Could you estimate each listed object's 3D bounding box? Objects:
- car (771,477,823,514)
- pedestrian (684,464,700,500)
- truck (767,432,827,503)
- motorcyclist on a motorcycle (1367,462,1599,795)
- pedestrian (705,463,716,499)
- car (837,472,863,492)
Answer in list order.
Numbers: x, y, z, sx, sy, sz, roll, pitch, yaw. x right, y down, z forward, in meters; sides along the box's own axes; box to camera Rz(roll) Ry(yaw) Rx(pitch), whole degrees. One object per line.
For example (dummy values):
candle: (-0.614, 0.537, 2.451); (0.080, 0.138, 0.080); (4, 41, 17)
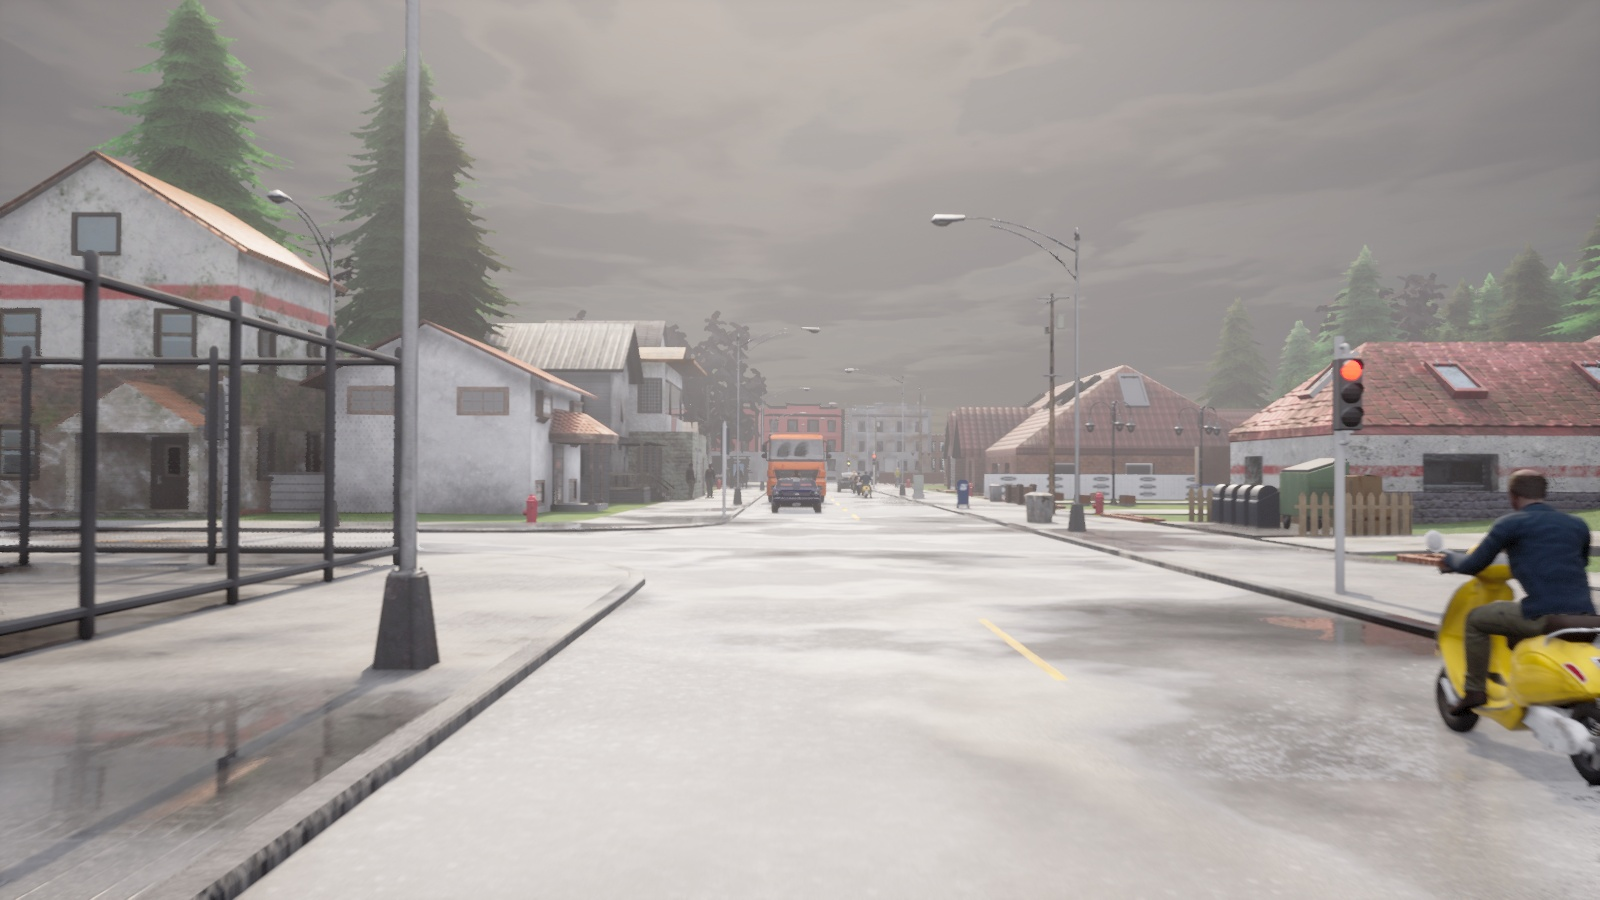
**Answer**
car: (-0.134, 1.730, 48.646); (1.895, 1.301, 4.718); (0, -1, -1)
pedestrian: (-5.476, 1.611, 63.610); (0.703, 1.840, 0.431); (0, -1, -37)
truck: (-0.174, 0.918, 64.777); (2.891, 3.462, 7.936); (0, -1, 0)
motorcyclist on a motorcycle: (3.993, 0.868, 6.936); (0.866, 1.590, 1.817); (0, -1, 0)
pedestrian: (-4.815, 1.675, 67.606); (0.402, 1.930, 0.666); (0, -1, 9)
car: (3.740, 2.384, 94.366); (1.837, 1.490, 4.892); (0, -1, 0)
